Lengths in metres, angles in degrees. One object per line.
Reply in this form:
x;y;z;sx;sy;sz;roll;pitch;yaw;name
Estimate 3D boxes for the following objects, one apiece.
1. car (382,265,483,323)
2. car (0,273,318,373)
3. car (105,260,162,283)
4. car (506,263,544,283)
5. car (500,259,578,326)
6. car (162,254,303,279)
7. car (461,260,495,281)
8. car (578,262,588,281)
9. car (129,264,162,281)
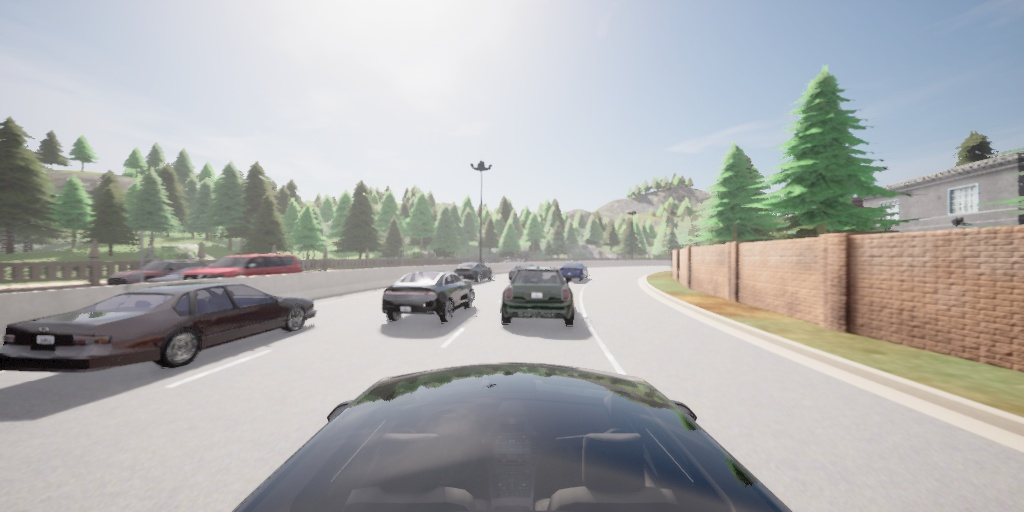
-2.597;1.228;12.101;2.128;1.511;4.902;0;0;7;car
-6.608;1.266;7.728;2.033;1.411;5.357;0;0;4;car
-19.251;1.011;19.955;2.097;1.767;4.553;0;0;11;car
1.149;1.317;28.980;1.994;1.385;4.181;0;0;18;car
0.928;1.105;12.005;2.097;1.767;4.553;0;0;6;car
-12.699;0.912;17.222;2.150;2.045;5.566;0;0;9;car
-2.897;1.239;27.791;1.837;1.490;4.892;0;0;16;car
5.285;1.249;30.400;1.882;1.535;5.008;0;0;19;car
-16.009;1.238;18.257;1.994;1.385;4.181;0;0;10;car
